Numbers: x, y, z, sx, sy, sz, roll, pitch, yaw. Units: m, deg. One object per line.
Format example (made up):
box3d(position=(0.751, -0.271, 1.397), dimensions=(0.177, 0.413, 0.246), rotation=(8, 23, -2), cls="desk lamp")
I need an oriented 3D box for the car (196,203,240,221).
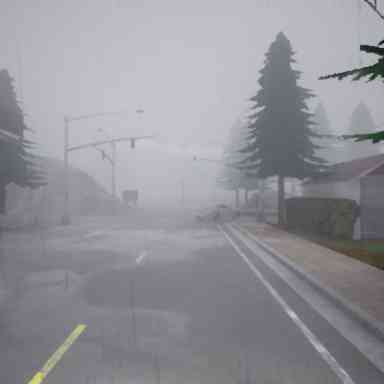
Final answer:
box3d(position=(2.288, 1.681, 28.578), dimensions=(1.812, 1.442, 4.674), rotation=(-2, -1, 41), cls="car")
